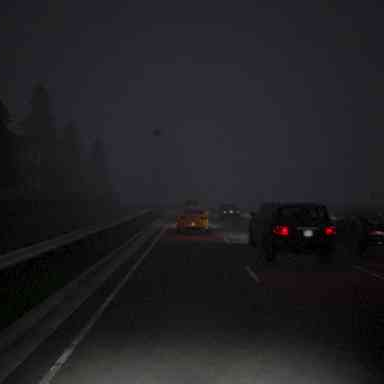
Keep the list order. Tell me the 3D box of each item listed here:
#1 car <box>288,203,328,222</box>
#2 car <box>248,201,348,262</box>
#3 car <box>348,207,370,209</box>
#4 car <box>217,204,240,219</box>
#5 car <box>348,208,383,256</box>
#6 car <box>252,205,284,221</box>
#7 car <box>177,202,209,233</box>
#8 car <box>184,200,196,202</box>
[{"bbox_3d":[10.549,1.814,30.709,1.882,1.535,5.008,0,-1,0],"label":"car"},{"bbox_3d":[3.567,1.360,12.797,2.150,2.045,5.566,0,0,1],"label":"car"},{"bbox_3d":[14.053,1.936,28.381,1.895,1.301,4.718,0,-1,0],"label":"car"},{"bbox_3d":[3.535,1.862,32.648,2.033,1.411,5.357,0,0,-1],"label":"car"},{"bbox_3d":[7.076,1.659,13.972,2.128,1.511,4.902,0,0,0],"label":"car"},{"bbox_3d":[7.045,1.924,31.411,1.895,1.301,4.718,0,0,0],"label":"car"},{"bbox_3d":[0.065,1.669,21.157,1.882,1.535,5.008,0,-1,0],"label":"car"},{"bbox_3d":[-0.254,1.725,41.504,2.097,1.767,4.553,0,-1,-4],"label":"car"}]
